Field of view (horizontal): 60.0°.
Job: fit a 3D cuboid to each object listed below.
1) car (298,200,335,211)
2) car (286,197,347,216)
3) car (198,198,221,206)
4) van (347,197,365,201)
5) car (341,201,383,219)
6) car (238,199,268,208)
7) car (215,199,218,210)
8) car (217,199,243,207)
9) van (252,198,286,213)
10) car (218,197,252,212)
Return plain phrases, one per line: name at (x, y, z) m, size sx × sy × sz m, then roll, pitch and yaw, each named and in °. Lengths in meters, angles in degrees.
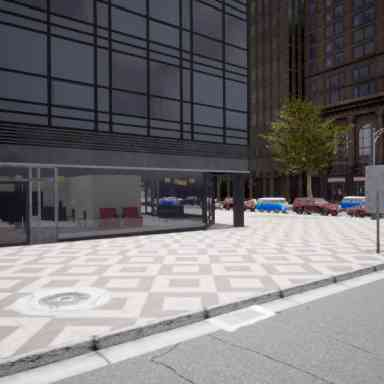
car at (16.424, 1.736, 44.025) m, size 1.947 × 1.339 × 4.313 m, roll -1°, pitch 0°, yaw -35°
car at (12.767, 1.517, 34.448) m, size 2.192 × 1.841 × 5.009 m, roll -1°, pitch 0°, yaw -35°
car at (3.260, 1.929, 62.538) m, size 2.008 × 1.369 × 4.403 m, roll -1°, pitch 0°, yaw -35°
van at (19.710, 1.456, 39.396) m, size 1.690 × 1.788 × 3.998 m, roll -1°, pitch 0°, yaw -35°
car at (16.064, 1.727, 29.820) m, size 1.802 × 1.307 × 4.206 m, roll -1°, pitch 0°, yaw -35°
car at (9.743, 1.803, 53.420) m, size 1.752 × 1.417 × 4.829 m, roll -1°, pitch 0°, yaw -35°
car at (2.899, 1.915, 48.336) m, size 2.008 × 1.369 × 4.403 m, roll -1°, pitch 0°, yaw -35°
car at (6.551, 1.872, 57.910) m, size 1.887 × 1.381 × 4.507 m, roll -1°, pitch 0°, yaw -35°
van at (9.476, 1.599, 39.077) m, size 1.690 × 1.788 × 3.998 m, roll -1°, pitch 0°, yaw -35°
car at (6.185, 1.627, 43.706) m, size 2.192 × 1.841 × 5.009 m, roll -1°, pitch 0°, yaw -35°
